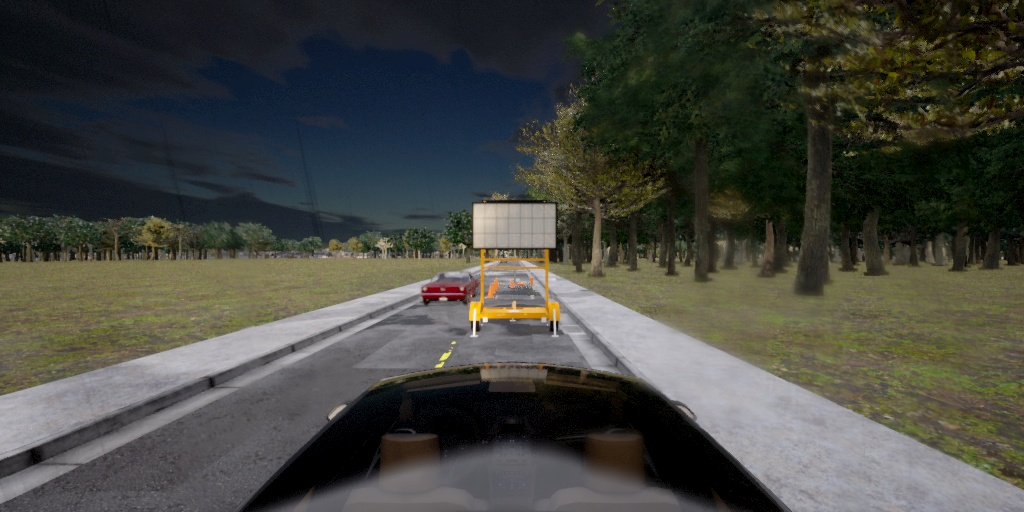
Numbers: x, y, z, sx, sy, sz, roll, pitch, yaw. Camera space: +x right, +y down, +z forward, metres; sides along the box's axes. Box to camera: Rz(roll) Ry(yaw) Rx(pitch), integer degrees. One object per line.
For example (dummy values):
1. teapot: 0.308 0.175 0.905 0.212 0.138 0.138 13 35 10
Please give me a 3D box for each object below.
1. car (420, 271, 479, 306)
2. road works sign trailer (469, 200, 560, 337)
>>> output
1. car: -2.632 1.351 15.972 1.895 1.301 4.718 0 0 0
2. road works sign trailer: 0.074 0.214 10.245 2.380 3.560 2.880 0 0 0
